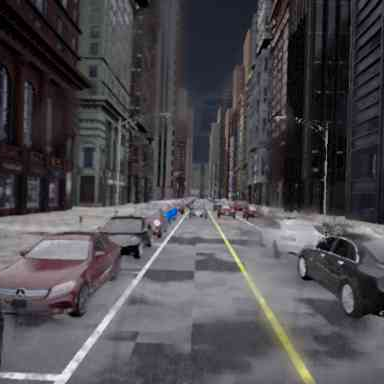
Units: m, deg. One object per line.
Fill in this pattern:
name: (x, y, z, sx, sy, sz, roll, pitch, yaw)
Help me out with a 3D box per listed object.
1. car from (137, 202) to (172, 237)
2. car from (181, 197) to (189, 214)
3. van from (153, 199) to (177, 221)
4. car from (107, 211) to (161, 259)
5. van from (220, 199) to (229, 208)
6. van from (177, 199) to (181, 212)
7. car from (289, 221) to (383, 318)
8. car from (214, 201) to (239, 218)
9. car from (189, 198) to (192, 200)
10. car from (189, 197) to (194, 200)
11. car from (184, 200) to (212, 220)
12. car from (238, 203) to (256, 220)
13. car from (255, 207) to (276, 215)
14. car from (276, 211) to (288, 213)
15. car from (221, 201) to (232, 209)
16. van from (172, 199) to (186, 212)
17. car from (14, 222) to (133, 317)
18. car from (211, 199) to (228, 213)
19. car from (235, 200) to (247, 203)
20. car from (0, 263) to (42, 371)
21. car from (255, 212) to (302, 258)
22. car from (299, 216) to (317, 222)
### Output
car: (-2.456, 1.581, 18.694, 1.967, 1.590, 4.097, 2, -1, 1)
car: (-1.942, 1.750, 41.233, 2.192, 1.841, 5.009, 2, -1, 1)
van: (-2.325, 1.555, 24.330, 1.690, 1.788, 3.998, 2, -1, 1)
car: (-2.587, 1.635, 13.057, 1.947, 1.339, 4.313, 2, -1, 1)
van: (7.339, 2.514, 74.857, 1.690, 1.788, 3.998, 2, -1, 1)
van: (-2.198, 1.628, 29.964, 1.690, 1.788, 3.998, 2, -1, 1)
car: (3.959, 1.729, 7.836, 1.837, 1.490, 4.892, 2, -1, 1)
car: (3.760, 2.097, 37.066, 1.812, 1.442, 4.674, 2, -1, 2)
car: (-1.440, 2.283, 63.769, 1.887, 1.381, 4.507, 2, -1, 1)
car: (-1.186, 2.460, 75.038, 1.947, 1.339, 4.313, 2, -1, 1)
car: (0.647, 1.919, 33.736, 2.128, 1.511, 4.902, 2, -1, 1)
car: (6.442, 2.184, 35.415, 1.887, 1.381, 4.507, 2, -1, 1)
car: (6.187, 2.043, 24.146, 2.008, 1.369, 4.403, 2, -1, 1)
car: (6.058, 2.002, 18.512, 1.802, 1.307, 4.206, 2, -1, 1)
car: (7.210, 2.622, 69.391, 1.752, 1.417, 4.829, 2, -1, 1)
van: (-1.816, 1.850, 46.867, 1.690, 1.788, 3.998, 2, -1, 1)
car: (-2.715, 1.580, 7.423, 1.802, 1.307, 4.206, 2, -1, 1)
car: (3.973, 2.223, 48.205, 1.837, 1.490, 4.892, 2, 0, 1)
car: (6.703, 2.103, 46.686, 2.192, 1.841, 5.009, 2, -1, 1)
car: (-2.842, 1.494, 1.787, 1.947, 1.339, 4.313, 2, -1, 1)
car: (4.043, 1.824, 13.833, 1.812, 1.442, 4.674, 2, -1, 1)
car: (5.932, 1.899, 12.878, 2.008, 1.369, 4.403, 2, -1, 1)
